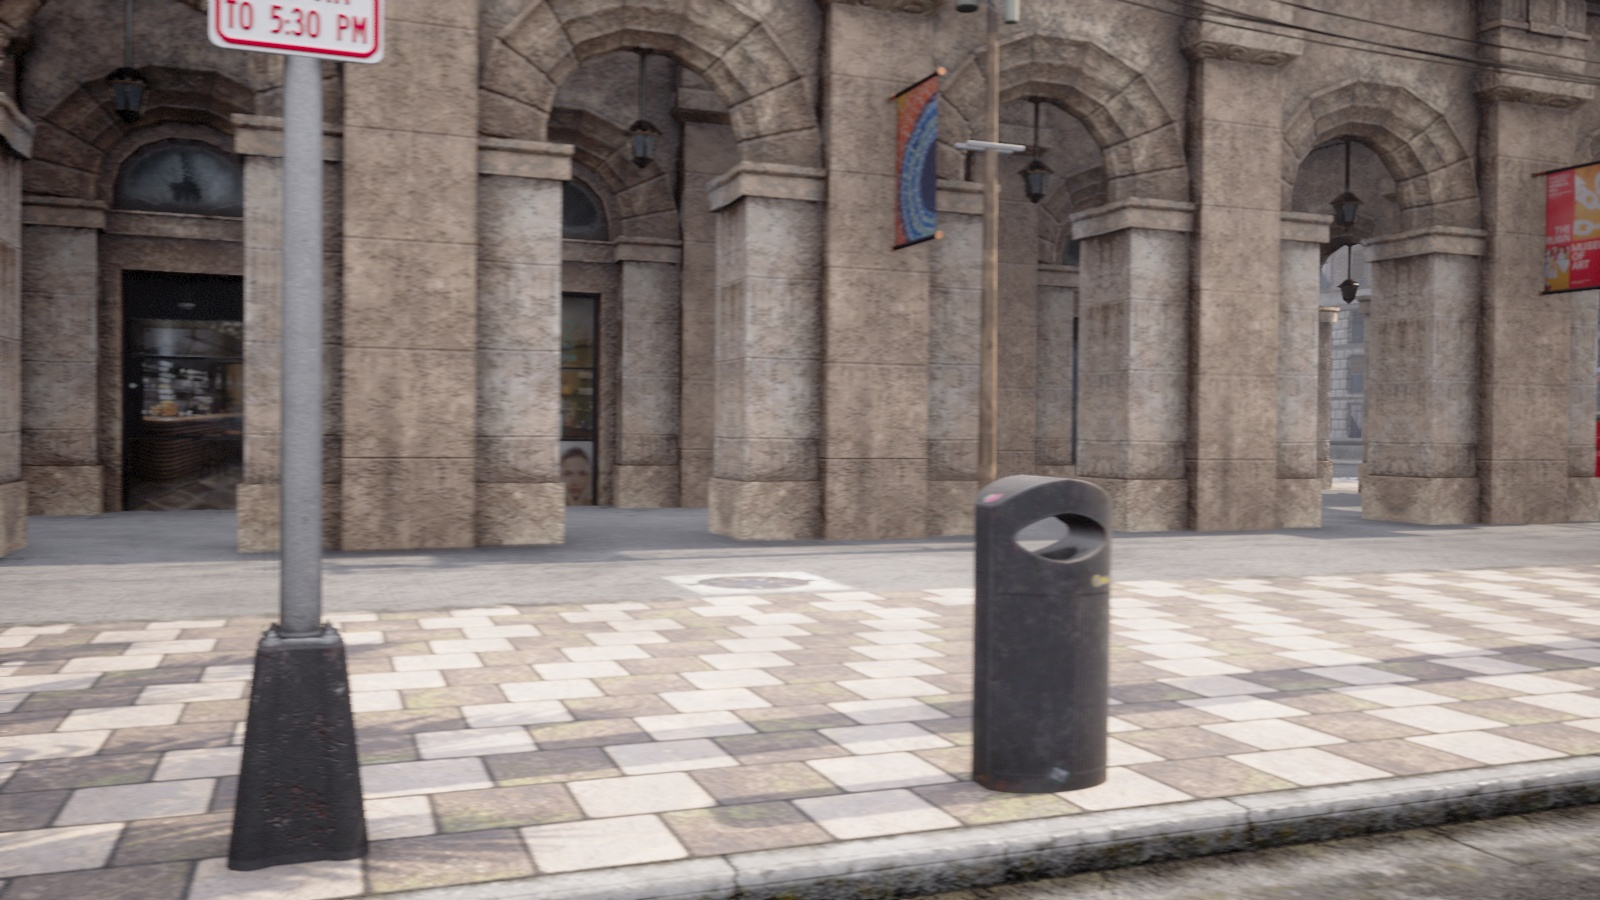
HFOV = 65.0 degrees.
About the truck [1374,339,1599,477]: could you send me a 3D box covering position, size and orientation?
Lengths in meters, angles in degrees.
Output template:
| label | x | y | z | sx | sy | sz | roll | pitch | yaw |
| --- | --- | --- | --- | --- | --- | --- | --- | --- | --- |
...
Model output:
| label | x | y | z | sx | sy | sz | roll | pitch | yaw |
| --- | --- | --- | --- | --- | --- | --- | --- | --- | --- |
| truck | 22.197 | -1.239 | 38.828 | 2.891 | 3.827 | 8.468 | -1 | 1 | -21 |
